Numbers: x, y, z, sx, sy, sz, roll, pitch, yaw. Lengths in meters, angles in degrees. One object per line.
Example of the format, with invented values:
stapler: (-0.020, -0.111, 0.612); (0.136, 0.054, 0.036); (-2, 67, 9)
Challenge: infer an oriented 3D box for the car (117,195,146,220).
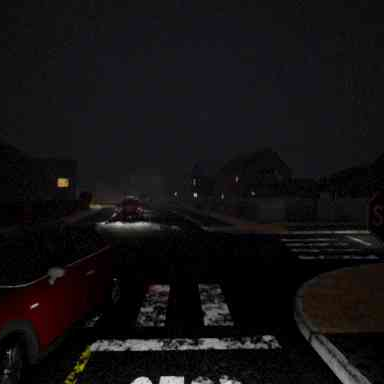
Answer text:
car: (-5.194, 1.413, 28.170); (2.097, 1.767, 4.553); (0, 0, -8)

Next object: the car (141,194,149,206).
car: (-8.990, 1.451, 58.222); (2.150, 2.045, 5.566); (0, 0, -18)

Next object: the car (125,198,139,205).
car: (-12.306, 1.875, 68.177); (1.994, 1.385, 4.181); (0, 0, -20)

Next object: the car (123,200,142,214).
car: (-6.947, 1.664, 38.351); (2.033, 1.411, 5.357); (0, 0, -12)

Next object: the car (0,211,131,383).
car: (-2.705, 1.352, 4.971); (2.097, 1.767, 4.553); (0, 0, 8)

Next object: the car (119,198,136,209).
car: (-9.939, 1.689, 51.067); (2.128, 1.511, 4.902); (0, 0, -15)
